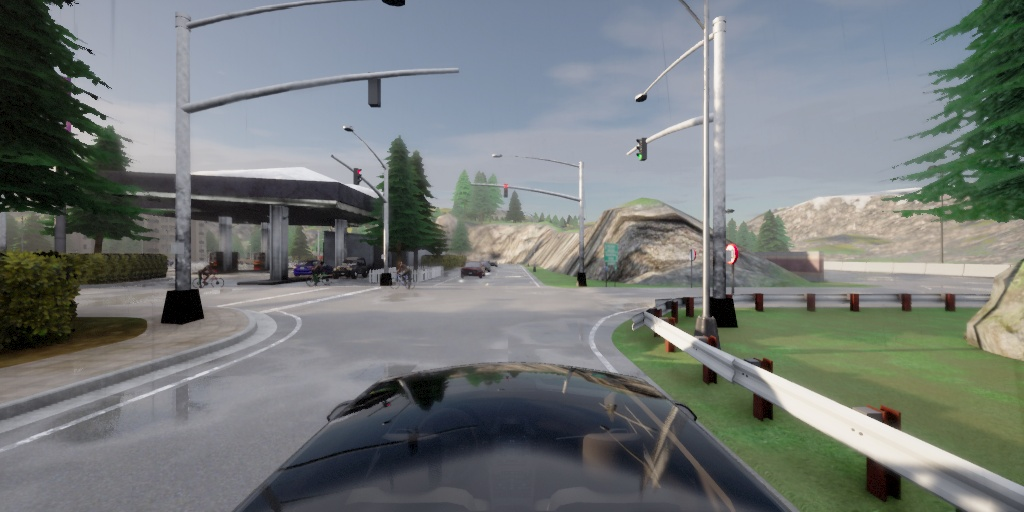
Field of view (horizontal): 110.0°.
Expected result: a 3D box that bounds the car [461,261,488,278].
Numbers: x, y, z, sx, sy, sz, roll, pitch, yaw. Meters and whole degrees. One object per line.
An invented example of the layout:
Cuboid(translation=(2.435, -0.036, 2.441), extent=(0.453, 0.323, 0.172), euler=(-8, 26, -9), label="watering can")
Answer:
Cuboid(translation=(-3.576, 1.228, 33.469), extent=(1.882, 1.535, 5.008), euler=(0, 0, 0), label="car")

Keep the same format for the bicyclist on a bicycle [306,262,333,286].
Cuboid(translation=(-13.084, 1.203, 24.373), extent=(1.656, 1.620, 0.582), euler=(0, 0, -40), label="bicyclist on a bicycle")

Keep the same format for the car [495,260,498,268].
Cuboid(translation=(-3.481, 1.351, 62.465), extent=(1.895, 1.301, 4.718), euler=(0, 0, 1), label="car")

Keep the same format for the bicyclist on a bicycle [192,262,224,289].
Cuboid(translation=(-18.539, 1.190, 21.907), extent=(1.656, 1.620, 0.582), euler=(0, -1, -15), label="bicyclist on a bicycle")

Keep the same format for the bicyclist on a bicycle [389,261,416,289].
Cuboid(translation=(-6.289, 1.115, 20.588), extent=(1.656, 1.620, 0.582), euler=(0, -1, 12), label="bicyclist on a bicycle")

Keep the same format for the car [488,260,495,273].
Cuboid(translation=(-3.565, 1.298, 44.351), extent=(2.033, 1.411, 5.357), euler=(0, 0, 0), label="car")
